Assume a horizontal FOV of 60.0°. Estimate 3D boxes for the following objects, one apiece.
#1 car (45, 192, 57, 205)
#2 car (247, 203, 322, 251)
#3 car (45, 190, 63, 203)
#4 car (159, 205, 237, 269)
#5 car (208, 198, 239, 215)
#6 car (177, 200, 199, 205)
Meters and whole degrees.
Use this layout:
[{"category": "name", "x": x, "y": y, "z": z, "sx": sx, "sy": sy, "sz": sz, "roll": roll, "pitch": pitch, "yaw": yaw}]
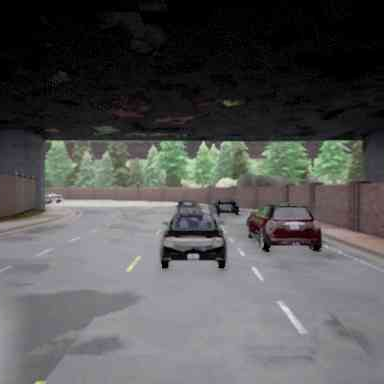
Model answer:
[{"category": "car", "x": -22.201, "y": 1.072, "z": 47.321, "sx": 4.902, "sy": 1.511, "sz": 2.128, "roll": 0, "pitch": 0, "yaw": 27}, {"category": "car", "x": 3.569, "y": 1.228, "z": 13.651, "sx": 2.097, "sy": 1.767, "sz": 4.553, "roll": 0, "pitch": 0, "yaw": 0}, {"category": "car", "x": -22.587, "y": 0.767, "z": 51.460, "sx": 5.566, "sy": 2.045, "sz": 2.150, "roll": 0, "pitch": 0, "yaw": 24}, {"category": "car", "x": 0.051, "y": 1.395, "z": 10.776, "sx": 2.128, "sy": 1.511, "sz": 4.902, "roll": 0, "pitch": 1, "yaw": 0}, {"category": "car", "x": 2.626, "y": 1.234, "z": 28.910, "sx": 2.128, "sy": 1.511, "sz": 4.902, "roll": 0, "pitch": 1, "yaw": -10}, {"category": "car", "x": -0.333, "y": 1.322, "z": 25.236, "sx": 2.033, "sy": 1.411, "sz": 5.357, "roll": 0, "pitch": 1, "yaw": -5}]
